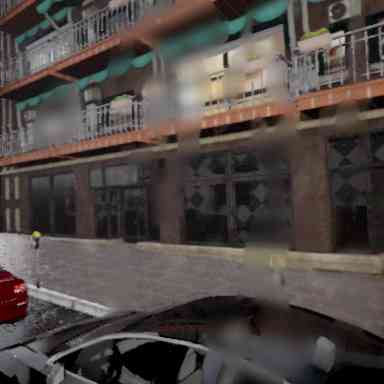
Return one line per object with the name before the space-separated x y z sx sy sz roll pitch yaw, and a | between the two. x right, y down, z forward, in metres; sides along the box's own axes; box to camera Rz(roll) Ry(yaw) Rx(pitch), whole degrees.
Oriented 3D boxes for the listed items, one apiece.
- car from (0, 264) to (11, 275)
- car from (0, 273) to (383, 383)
car | -4.583 1.663 6.010 4.206 1.307 1.802 -1 -2 36
car | 0.030 1.583 2.727 4.313 1.339 1.947 -1 -2 36
